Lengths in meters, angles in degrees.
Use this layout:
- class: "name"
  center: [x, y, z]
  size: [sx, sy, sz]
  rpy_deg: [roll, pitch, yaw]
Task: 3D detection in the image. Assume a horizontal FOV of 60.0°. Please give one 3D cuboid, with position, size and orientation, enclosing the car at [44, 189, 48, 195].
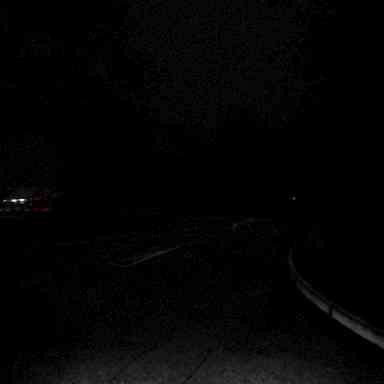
- class: "car"
  center: [-32.599, 0.618, 80.761]
  size: [4.792, 1.488, 2.163]
  rpy_deg: [-1, 2, -26]

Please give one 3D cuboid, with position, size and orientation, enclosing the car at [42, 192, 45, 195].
- class: "car"
  center: [-30.317, 1.137, 64.851]
  size: [1.895, 1.301, 4.718]
  rpy_deg: [-1, 2, -26]

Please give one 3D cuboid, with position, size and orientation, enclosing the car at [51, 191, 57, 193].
- class: "car"
  center: [-22.678, 1.126, 60.903]
  size: [4.892, 1.521, 2.231]
  rpy_deg: [-1, 2, -26]

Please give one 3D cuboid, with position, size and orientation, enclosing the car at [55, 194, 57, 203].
- class: "car"
  center: [-18.933, 1.359, 53.470]
  size: [4.792, 1.488, 2.163]
  rpy_deg: [-1, 2, -26]

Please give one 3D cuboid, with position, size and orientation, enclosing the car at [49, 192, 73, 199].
- class: "car"
  center: [-28.864, 0.828, 73.324]
  size: [4.674, 1.452, 2.002]
  rpy_deg: [-1, 2, -26]

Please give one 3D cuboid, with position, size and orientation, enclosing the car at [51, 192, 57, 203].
- class: "car"
  center: [-20.365, 1.261, 55.858]
  size: [5.366, 1.575, 1.946]
  rpy_deg: [-1, 2, -26]

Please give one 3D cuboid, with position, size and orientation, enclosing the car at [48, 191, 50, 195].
- class: "car"
  center: [-26.387, 0.962, 68.356]
  size: [4.674, 1.452, 2.002]
  rpy_deg: [-1, 2, -26]

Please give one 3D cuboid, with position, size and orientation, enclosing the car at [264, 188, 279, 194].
- class: "car"
  center: [18.549, -0.302, 78.902]
  size: [1.882, 1.535, 5.008]
  rpy_deg: [-1, 2, -26]

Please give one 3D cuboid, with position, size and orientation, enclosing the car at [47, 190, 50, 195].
- class: "car"
  center: [-27.627, 0.854, 70.837]
  size: [5.008, 1.535, 2.097]
  rpy_deg: [-1, 2, -26]

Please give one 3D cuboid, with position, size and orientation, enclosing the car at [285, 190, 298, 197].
- class: "car"
  center: [20.224, 0.222, 66.284]
  size: [1.895, 1.301, 4.718]
  rpy_deg: [-1, 2, -4]

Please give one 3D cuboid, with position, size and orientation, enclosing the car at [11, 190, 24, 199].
- class: "car"
  center: [-38.590, 0.881, 74.164]
  size: [1.895, 1.301, 4.718]
  rpy_deg: [-1, 2, -26]

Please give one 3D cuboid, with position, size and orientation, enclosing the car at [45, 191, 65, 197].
- class: "car"
  center: [-36.260, 0.418, 88.238]
  size: [4.792, 1.488, 2.163]
  rpy_deg: [-1, 2, -26]

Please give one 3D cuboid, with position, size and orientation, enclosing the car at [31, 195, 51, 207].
- class: "car"
  center: [-22.998, 1.539, 50.396]
  size: [1.895, 1.301, 4.718]
  rpy_deg: [-1, 2, -27]

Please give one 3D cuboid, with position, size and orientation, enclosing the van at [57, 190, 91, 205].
- class: "van"
  center: [-17.828, 1.175, 50.916]
  size: [4.442, 1.987, 1.878]
  rpy_deg: [-1, 2, -26]

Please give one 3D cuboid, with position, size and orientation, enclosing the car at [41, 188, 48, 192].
- class: "car"
  center: [-35.215, 0.454, 85.658]
  size: [5.366, 1.575, 1.946]
  rpy_deg: [-1, 2, -26]

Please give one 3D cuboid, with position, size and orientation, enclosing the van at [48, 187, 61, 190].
- class: "van"
  center: [-29.994, 0.494, 75.853]
  size: [4.442, 1.987, 1.878]
  rpy_deg: [-1, 2, -26]

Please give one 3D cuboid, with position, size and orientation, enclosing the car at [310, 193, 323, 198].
- class: "car"
  center: [22.500, -0.025, 59.975]
  size: [2.150, 2.045, 5.566]
  rpy_deg: [-2, 1, 22]

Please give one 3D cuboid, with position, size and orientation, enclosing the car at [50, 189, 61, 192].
- class: "car"
  center: [-25.119, 0.863, 65.883]
  size: [4.553, 1.767, 2.185]
  rpy_deg: [-1, 2, -26]

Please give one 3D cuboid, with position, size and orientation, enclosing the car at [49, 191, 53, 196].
- class: "car"
  center: [-23.905, 1.057, 63.392]
  size: [5.008, 1.535, 2.097]
  rpy_deg: [-1, 2, -26]

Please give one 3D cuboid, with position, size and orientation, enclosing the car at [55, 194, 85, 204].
- class: "car"
  center: [-21.409, 1.222, 58.437]
  size: [4.792, 1.488, 2.163]
  rpy_deg: [-1, 2, -26]
